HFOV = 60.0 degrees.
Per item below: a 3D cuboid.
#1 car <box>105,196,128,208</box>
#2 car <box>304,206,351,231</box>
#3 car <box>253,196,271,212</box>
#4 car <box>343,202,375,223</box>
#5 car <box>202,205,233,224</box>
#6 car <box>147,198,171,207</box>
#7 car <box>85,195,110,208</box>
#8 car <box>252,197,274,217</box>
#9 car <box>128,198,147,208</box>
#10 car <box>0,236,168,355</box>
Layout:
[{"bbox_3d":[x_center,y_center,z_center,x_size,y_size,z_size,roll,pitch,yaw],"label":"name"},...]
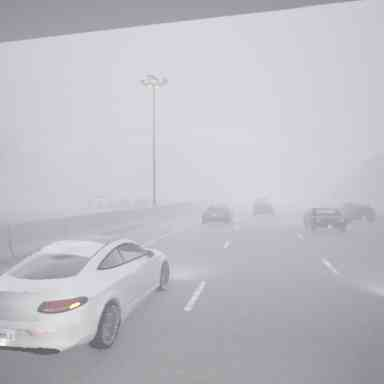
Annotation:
[{"bbox_3d":[-10.869,1.717,51.146,2.128,1.511,4.902,0,0,11],"label":"car"},{"bbox_3d":[8.237,1.647,20.963,1.895,1.301,4.718,0,0,11],"label":"car"},{"bbox_3d":[8.900,1.470,42.344,2.097,1.767,4.553,0,0,11],"label":"car"},{"bbox_3d":[12.870,1.558,26.351,1.837,1.490,4.892,0,0,11],"label":"car"},{"bbox_3d":[2.013,1.645,25.566,1.994,1.385,4.181,0,0,11],"label":"car"},{"bbox_3d":[-4.400,1.655,47.878,1.882,1.535,5.008,0,-1,12],"label":"car"},{"bbox_3d":[-14.347,1.428,51.613,2.150,2.045,5.566,0,0,11],"label":"car"},{"bbox_3d":[6.885,1.567,32.165,1.882,1.535,5.008,0,0,11],"label":"car"},{"bbox_3d":[-7.523,1.707,50.041,1.837,1.490,4.892,0,-1,11],"label":"car"},{"bbox_3d":[-1.808,1.553,6.263,1.812,1.442,4.674,0,0,11],"label":"car"}]
